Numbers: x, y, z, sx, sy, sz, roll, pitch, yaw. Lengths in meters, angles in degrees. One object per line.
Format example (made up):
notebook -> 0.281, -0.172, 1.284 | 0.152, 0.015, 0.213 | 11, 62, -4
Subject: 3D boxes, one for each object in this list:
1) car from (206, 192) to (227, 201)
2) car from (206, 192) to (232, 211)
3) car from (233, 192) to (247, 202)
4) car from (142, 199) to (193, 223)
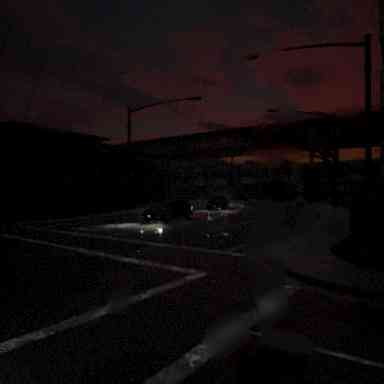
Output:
car -> 4.567, 0.851, 63.021 | 1.837, 1.490, 4.892 | 0, -1, -24
car -> 2.739, 1.080, 34.514 | 1.812, 1.442, 4.674 | 0, 1, 14
car -> 7.243, 0.798, 52.961 | 1.837, 1.490, 4.892 | 0, 0, -9
car -> -1.680, 1.315, 24.095 | 1.837, 1.490, 4.892 | 0, 1, 29
